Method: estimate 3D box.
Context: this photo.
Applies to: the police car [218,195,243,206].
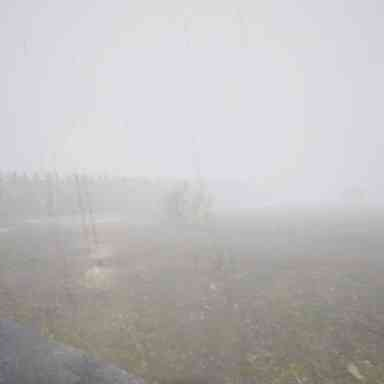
[{"bbox_3d":[5.626,1.228,48.880,1.930,1.638,5.238,0,0,35],"label":"police car"}]
